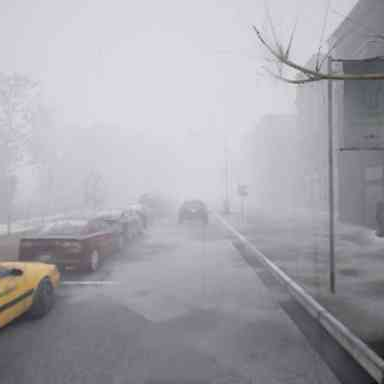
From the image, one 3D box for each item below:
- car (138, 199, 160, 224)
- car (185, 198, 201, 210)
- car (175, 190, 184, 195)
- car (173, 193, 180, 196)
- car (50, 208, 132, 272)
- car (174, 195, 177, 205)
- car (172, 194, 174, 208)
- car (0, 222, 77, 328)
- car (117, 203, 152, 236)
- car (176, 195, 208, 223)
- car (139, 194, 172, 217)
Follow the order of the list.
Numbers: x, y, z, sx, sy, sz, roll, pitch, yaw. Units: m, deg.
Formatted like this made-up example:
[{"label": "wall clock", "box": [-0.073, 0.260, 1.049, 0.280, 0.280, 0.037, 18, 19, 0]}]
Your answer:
[{"label": "car", "box": [-3.655, 1.498, 22.075, 2.097, 1.535, 5.008, 0, 0, 2]}, {"label": "car", "box": [0.093, 1.537, 42.902, 1.994, 1.385, 4.181, 0, 0, 0]}, {"label": "car", "box": [-3.639, 1.022, 74.926, 2.185, 1.767, 4.553, 2, 2, 2]}, {"label": "car", "box": [-3.653, 1.420, 55.533, 1.946, 1.575, 5.366, 0, 1, 2]}, {"label": "car", "box": [-3.653, 1.517, 10.977, 2.097, 1.535, 5.008, 0, 0, 2]}, {"label": "car", "box": [-3.669, 1.512, 44.286, 2.163, 1.488, 4.792, -1, 1, 2]}, {"label": "car", "box": [-3.659, 1.342, 38.681, 2.185, 1.767, 4.553, 0, 1, 2]}, {"label": "car", "box": [-3.645, 1.499, 4.596, 1.946, 1.575, 5.366, 0, 0, 2]}, {"label": "car", "box": [-3.654, 1.518, 16.533, 2.231, 1.521, 4.892, 0, 0, 2]}, {"label": "car", "box": [0.097, 1.348, 25.287, 2.097, 1.767, 4.553, 0, 0, 0]}, {"label": "car", "box": [-3.655, 1.220, 31.028, 2.435, 2.045, 5.566, 0, 0, 2]}]
